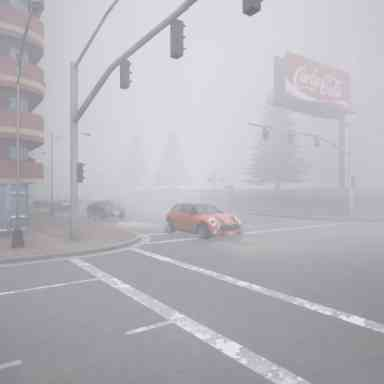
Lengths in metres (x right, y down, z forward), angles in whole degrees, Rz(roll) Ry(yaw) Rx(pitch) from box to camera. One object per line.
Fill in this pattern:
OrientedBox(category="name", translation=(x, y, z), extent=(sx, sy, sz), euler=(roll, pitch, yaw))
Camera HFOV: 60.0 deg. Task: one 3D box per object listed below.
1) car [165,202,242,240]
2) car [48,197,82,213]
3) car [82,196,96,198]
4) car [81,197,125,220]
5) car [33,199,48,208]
OrientedBox(category="car", translation=(0.489, 1.350, 17.205), extent=(2.097, 1.767, 4.553), euler=(0, 0, -36))
OrientedBox(category="car", translation=(-14.547, 1.476, 37.971), extent=(1.882, 1.535, 5.008), euler=(0, 0, -36))
OrientedBox(category="car", translation=(-18.260, 1.545, 55.348), extent=(2.033, 1.411, 5.357), euler=(0, 0, -36))
OrientedBox(category="car", translation=(-7.257, 1.488, 27.894), extent=(2.128, 1.511, 4.902), euler=(0, 0, -36))
OrientedBox(category="car", translation=(-21.203, 1.600, 47.220), extent=(1.895, 1.301, 4.718), euler=(0, 0, -36))
